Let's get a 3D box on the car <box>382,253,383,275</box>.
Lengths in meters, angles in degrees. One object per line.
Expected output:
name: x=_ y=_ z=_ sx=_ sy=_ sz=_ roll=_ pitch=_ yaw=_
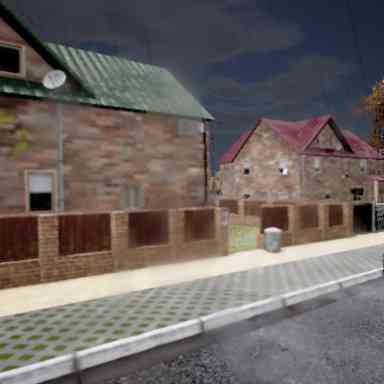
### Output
car: x=6.793 y=1.204 z=7.916 sx=5.566 sy=2.045 sz=2.150 roll=0 pitch=0 yaw=-35
